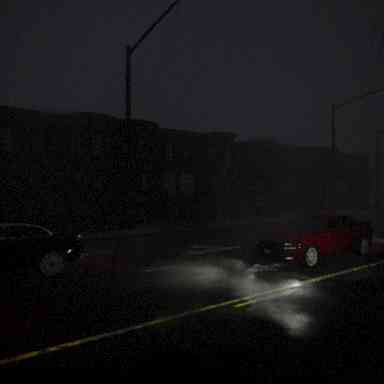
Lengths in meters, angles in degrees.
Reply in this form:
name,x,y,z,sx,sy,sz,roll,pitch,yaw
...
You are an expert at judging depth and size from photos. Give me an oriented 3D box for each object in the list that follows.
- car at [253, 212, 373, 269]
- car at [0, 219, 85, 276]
name,x,y,z,sx,sy,sz,roll,pitch,yaw
car,4.266,1.478,11.434,5.008,1.535,1.882,-1,0,-36
car,-5.378,1.491,8.754,4.902,1.511,2.128,0,0,-36
